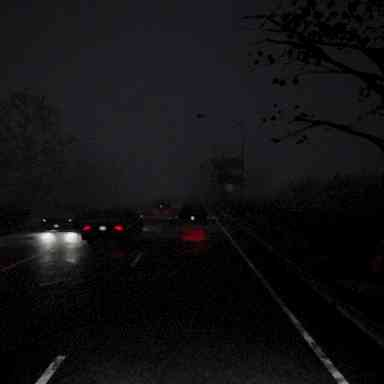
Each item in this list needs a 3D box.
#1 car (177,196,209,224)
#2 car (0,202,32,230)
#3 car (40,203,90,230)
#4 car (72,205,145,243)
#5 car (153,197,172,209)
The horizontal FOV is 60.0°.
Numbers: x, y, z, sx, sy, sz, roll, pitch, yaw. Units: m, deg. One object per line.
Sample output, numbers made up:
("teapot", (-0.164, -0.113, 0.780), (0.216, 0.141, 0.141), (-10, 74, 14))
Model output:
("car", (0.057, 1.302, 22.652), (1.837, 1.490, 4.892), (0, 1, 0))
("car", (-10.548, 1.317, 17.915), (1.882, 1.535, 5.008), (0, 0, 0))
("car", (-7.032, 1.369, 19.928), (2.033, 1.411, 5.357), (0, 0, 1))
("car", (-3.397, 1.411, 15.152), (2.033, 1.411, 5.357), (0, 1, 0))
("car", (-3.394, 1.251, 38.793), (1.895, 1.301, 4.718), (0, 1, 0))
